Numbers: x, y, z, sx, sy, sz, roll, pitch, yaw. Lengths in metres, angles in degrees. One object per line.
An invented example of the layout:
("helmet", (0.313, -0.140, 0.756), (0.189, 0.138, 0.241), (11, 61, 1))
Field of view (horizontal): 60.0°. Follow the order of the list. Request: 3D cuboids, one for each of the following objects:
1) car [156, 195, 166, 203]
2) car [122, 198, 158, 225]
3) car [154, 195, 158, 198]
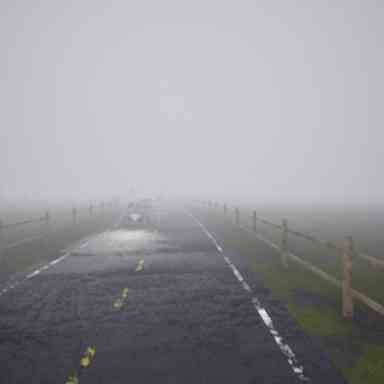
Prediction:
("car", (-5.933, 1.216, 60.156), (1.882, 1.535, 5.008), (0, 0, -12))
("car", (-3.735, 1.409, 23.297), (2.128, 1.511, 4.902), (0, 0, -4))
("car", (-5.061, 1.422, 37.005), (1.837, 1.490, 4.892), (0, 0, -7))
